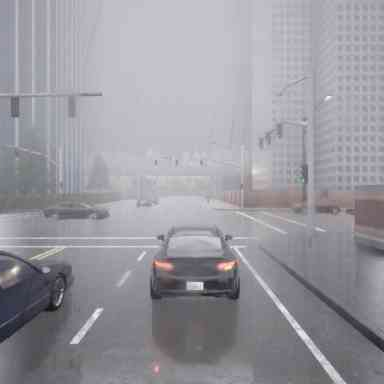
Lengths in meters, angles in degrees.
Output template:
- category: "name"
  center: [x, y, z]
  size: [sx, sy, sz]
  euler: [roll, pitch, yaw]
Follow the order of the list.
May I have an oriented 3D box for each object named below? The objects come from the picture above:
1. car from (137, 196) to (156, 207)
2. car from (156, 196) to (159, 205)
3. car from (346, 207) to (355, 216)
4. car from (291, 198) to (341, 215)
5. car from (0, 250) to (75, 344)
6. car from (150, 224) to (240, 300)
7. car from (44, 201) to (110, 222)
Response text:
- category: "car"
  center: [-7.147, 1.491, 50.240]
  size: [2.128, 1.511, 4.902]
  euler: [0, 0, 0]
- category: "car"
  center: [-7.132, 1.491, 60.301]
  size: [2.128, 1.511, 4.902]
  euler: [0, 0, 0]
- category: "car"
  center: [16.852, 1.547, 29.974]
  size: [5.357, 1.411, 2.033]
  euler: [0, 0, 0]
- category: "car"
  center: [12.378, 1.352, 33.492]
  size: [4.553, 1.767, 2.097]
  euler: [0, 0, 0]
- category: "car"
  center: [-3.446, 1.547, 4.690]
  size: [2.033, 1.411, 5.357]
  euler: [0, 0, 0]
- category: "car"
  center: [0.069, 1.526, 8.286]
  size: [1.812, 1.442, 4.674]
  euler: [0, 0, 0]
- category: "car"
  center: [-8.960, 1.505, 26.046]
  size: [4.892, 1.490, 1.837]
  euler: [0, 0, -1]
